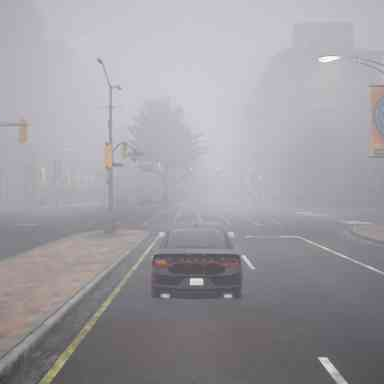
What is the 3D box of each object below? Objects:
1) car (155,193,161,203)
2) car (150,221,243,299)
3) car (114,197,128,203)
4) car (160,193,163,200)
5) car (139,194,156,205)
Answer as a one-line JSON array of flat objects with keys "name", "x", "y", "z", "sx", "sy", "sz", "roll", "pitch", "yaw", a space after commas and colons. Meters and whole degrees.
[{"name": "car", "x": -7.756, "y": 1.526, "z": 65.782, "sx": 1.812, "sy": 1.442, "sz": 4.674, "roll": 0, "pitch": 0, "yaw": 1}, {"name": "car", "x": 0.114, "y": 1.478, "z": 8.512, "sx": 1.882, "sy": 1.535, "sz": 5.008, "roll": 0, "pitch": 0, "yaw": 1}, {"name": "car", "x": -14.463, "y": 1.595, "z": 67.895, "sx": 1.895, "sy": 1.301, "sz": 4.718, "roll": 0, "pitch": 0, "yaw": 0}, {"name": "car", "x": -7.676, "y": 1.225, "z": 76.533, "sx": 2.150, "sy": 2.045, "sz": 5.566, "roll": 0, "pitch": 0, "yaw": 0}, {"name": "car", "x": -7.843, "y": 1.505, "z": 56.523, "sx": 1.837, "sy": 1.490, "sz": 4.892, "roll": 0, "pitch": 0, "yaw": 1}]
